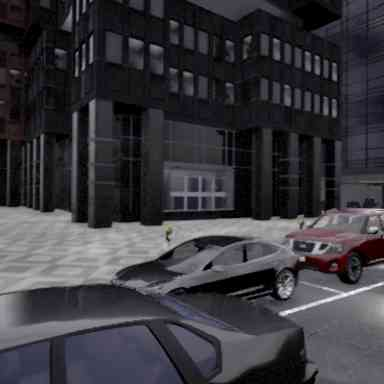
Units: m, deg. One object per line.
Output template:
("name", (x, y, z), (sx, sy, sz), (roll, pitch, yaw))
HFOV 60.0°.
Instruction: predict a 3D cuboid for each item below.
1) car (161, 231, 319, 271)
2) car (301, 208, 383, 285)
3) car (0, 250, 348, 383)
("car", (0.466, 1.622, 6.982), (4.313, 1.339, 1.947), (1, -1, -35))
("car", (4.888, 1.447, 10.131), (5.009, 1.841, 2.192), (1, -1, -35))
("car", (-1.307, 1.549, 2.445), (5.357, 1.411, 2.033), (1, -1, -36))
